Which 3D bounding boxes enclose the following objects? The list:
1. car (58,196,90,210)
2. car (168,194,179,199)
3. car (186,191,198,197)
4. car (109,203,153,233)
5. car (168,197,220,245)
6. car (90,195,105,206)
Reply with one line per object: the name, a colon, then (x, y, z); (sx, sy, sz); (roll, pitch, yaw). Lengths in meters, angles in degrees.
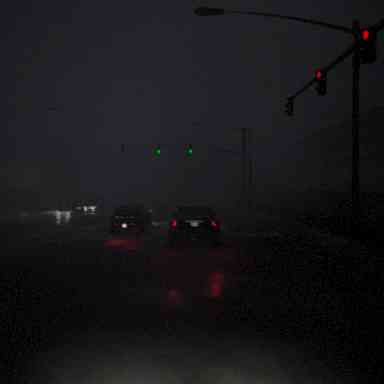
car: (-14.030, 1.266, 38.944); (2.128, 1.511, 4.902); (0, 0, 0)
car: (-3.508, 1.055, 64.562); (1.882, 1.535, 5.008); (0, 0, 0)
car: (-0.008, 0.799, 64.591); (2.150, 2.045, 5.566); (0, 0, 0)
car: (-3.401, 1.419, 19.137); (1.837, 1.490, 4.892); (0, 0, 0)
car: (0.099, 1.290, 15.211); (2.097, 1.767, 4.553); (0, 0, 0)
car: (-14.031, 1.198, 48.166); (2.128, 1.511, 4.902); (0, 0, 0)
